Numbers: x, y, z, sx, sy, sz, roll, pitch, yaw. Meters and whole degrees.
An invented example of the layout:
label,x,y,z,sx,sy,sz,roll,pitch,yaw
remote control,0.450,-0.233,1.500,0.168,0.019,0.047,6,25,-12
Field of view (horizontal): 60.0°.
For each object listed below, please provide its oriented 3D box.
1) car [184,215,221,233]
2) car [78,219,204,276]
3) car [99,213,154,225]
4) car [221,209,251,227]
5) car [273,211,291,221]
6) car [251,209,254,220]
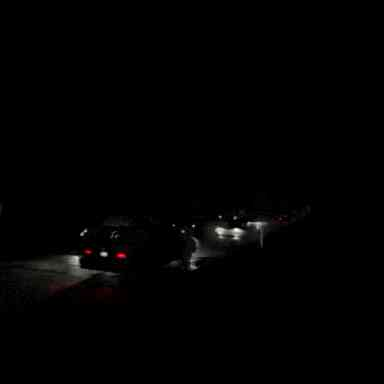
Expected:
label,x,y,z,sx,sy,sz,roll,pitch,yaw
car,0.256,2.386,24.053,1.895,1.301,4.718,1,-2,23
car,-1.594,1.937,11.898,2.033,1.411,5.357,1,-2,23
car,-3.192,1.810,15.635,2.097,1.767,4.553,1,-2,22
car,4.124,2.495,33.325,2.097,1.767,4.553,1,-2,23
car,12.459,3.295,45.693,1.895,1.301,4.718,1,-2,22
car,8.369,3.037,43.403,1.837,1.490,4.892,1,-2,23
